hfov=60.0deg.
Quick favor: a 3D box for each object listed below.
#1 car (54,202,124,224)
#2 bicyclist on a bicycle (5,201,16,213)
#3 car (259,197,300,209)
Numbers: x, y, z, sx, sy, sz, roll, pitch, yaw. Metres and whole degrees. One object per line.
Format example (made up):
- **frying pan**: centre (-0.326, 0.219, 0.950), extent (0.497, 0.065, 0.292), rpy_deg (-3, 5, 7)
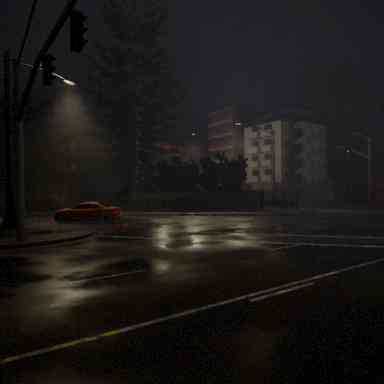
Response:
- **car**: centre (-7.501, 1.462, 24.125), extent (5.008, 1.535, 1.882), rpy_deg (-1, 1, 9)
- **bicyclist on a bicycle**: centre (-18.106, 1.346, 33.202), extent (0.582, 1.620, 1.656), rpy_deg (-1, 1, 9)
- **car**: centre (9.981, 1.193, 38.051), extent (1.895, 1.301, 4.718), rpy_deg (-1, 1, -35)
